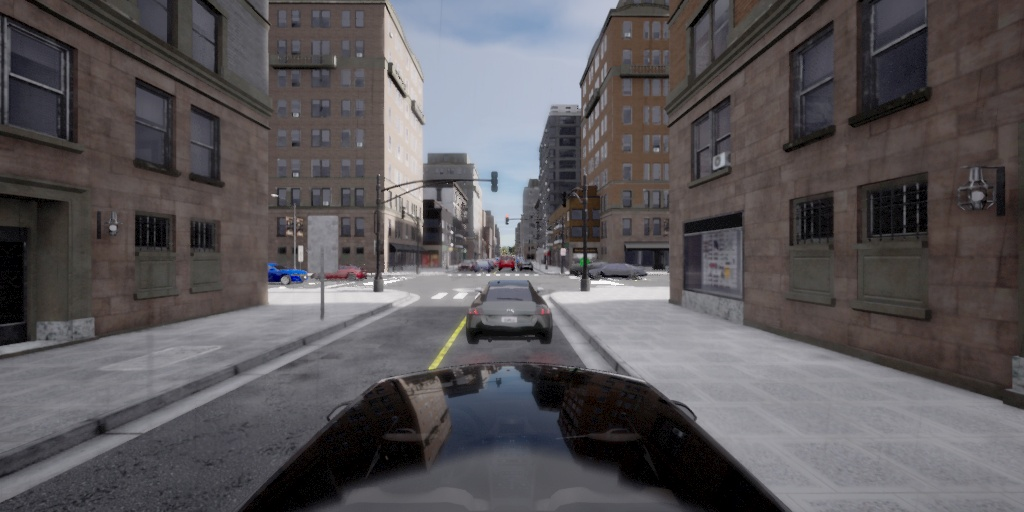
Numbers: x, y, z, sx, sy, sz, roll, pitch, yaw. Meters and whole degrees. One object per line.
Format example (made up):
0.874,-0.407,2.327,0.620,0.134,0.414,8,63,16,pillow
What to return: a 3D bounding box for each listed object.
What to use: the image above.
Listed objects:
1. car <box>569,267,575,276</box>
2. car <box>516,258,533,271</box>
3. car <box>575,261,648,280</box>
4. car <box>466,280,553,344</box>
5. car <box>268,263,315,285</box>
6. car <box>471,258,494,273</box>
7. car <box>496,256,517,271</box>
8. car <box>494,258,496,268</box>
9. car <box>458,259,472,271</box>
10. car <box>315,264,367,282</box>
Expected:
7.815,1.197,33.201,5.008,1.535,1.882,0,0,-1,car
1.916,1.351,48.649,1.948,1.339,4.313,0,0,0,car
8.383,1.258,29.785,5.357,1.411,2.033,0,0,-5,car
-0.067,1.313,9.578,1.994,1.385,4.181,0,0,0,car
-17.575,1.286,26.167,5.008,1.535,1.882,0,0,1,car
-3.560,1.305,44.633,1.812,1.442,4.674,0,0,1,car
-0.733,1.012,51.782,2.150,2.045,5.566,0,0,1,car
-3.608,1.342,54.313,2.033,1.411,5.357,0,0,0,car
-6.108,1.225,48.587,1.967,1.591,4.097,0,0,0,car
-14.263,1.365,29.663,4.181,1.385,1.994,0,0,-1,car
